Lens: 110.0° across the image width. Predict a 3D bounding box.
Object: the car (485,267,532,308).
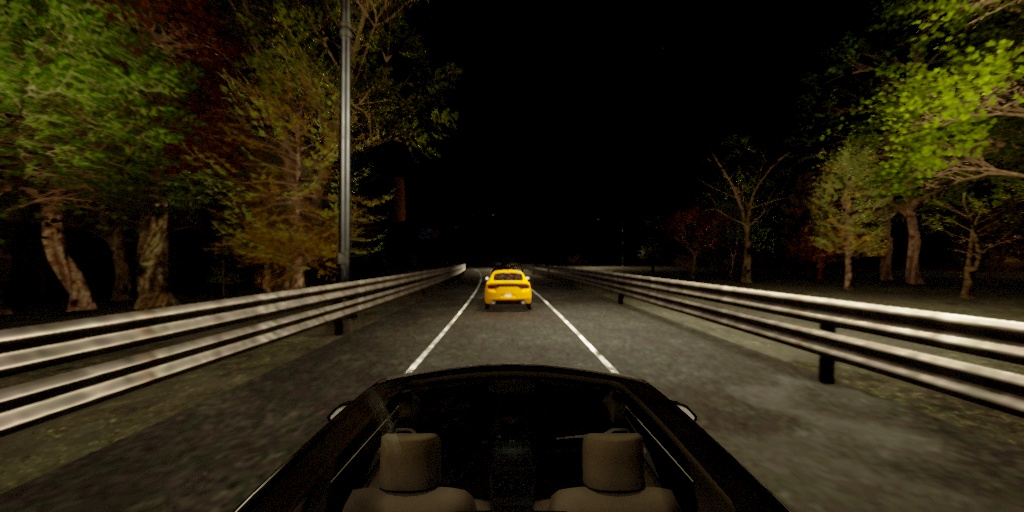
[{"bbox_3d":[-0.198,1.371,16.166,1.882,1.535,5.008,0,0,-1],"label":"car"}]
